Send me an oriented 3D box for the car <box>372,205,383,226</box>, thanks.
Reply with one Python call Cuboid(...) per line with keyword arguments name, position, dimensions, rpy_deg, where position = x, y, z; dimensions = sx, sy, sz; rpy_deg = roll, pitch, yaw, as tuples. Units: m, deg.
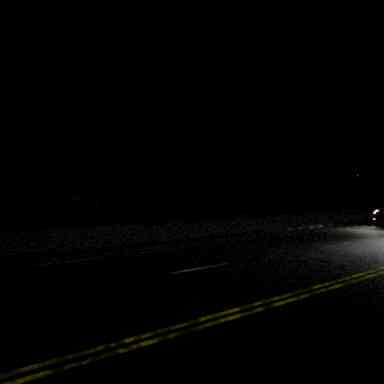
Cuboid(name="car", position=(13.531, 1.263, 21.310), dimensions=(4.553, 1.767, 2.097), rpy_deg=(0, 0, -35))
